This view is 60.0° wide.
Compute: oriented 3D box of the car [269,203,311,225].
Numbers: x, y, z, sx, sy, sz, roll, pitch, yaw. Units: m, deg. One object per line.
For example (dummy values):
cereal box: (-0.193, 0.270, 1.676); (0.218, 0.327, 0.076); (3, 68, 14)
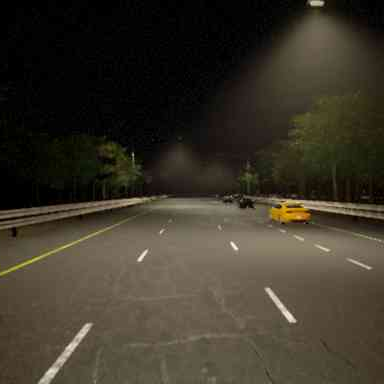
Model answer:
car: (7.018, 1.522, 24.289); (1.882, 1.535, 5.008); (0, 0, 0)

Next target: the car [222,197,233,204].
car: (7.058, 1.671, 66.793); (1.895, 1.301, 4.718); (0, 0, 0)

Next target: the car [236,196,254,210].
car: (7.036, 1.598, 44.302); (1.837, 1.490, 4.892); (0, 0, 0)
